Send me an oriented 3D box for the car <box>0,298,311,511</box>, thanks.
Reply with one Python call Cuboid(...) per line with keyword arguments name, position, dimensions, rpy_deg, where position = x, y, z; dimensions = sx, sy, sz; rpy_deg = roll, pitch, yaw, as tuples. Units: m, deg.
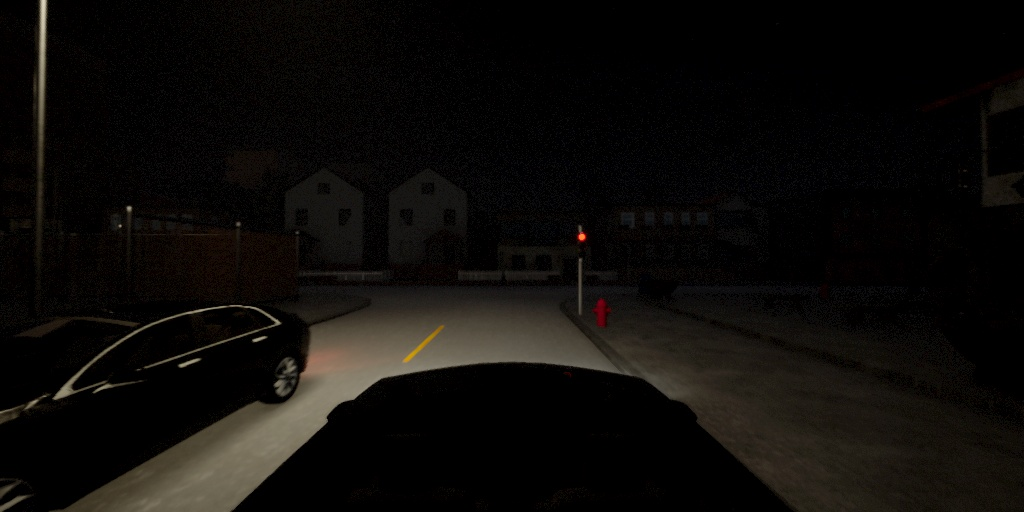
Cuboid(name="car", position=(-4.076, 1.280, 3.643), dimensions=(1.837, 1.490, 4.892), rpy_deg=(0, 0, 1))
